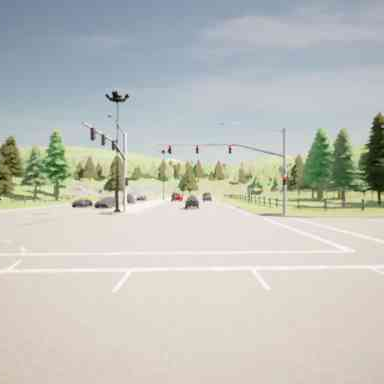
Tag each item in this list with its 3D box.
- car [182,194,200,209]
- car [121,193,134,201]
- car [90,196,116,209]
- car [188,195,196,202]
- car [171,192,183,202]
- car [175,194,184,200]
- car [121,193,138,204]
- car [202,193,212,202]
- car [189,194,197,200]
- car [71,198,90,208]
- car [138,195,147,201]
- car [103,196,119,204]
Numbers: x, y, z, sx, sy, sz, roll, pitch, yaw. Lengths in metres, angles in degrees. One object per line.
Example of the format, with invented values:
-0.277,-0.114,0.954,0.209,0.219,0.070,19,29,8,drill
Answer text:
0.004,1.438,43.859,1.837,1.490,4.892,0,0,0,car
-14.918,1.130,77.362,2.097,1.767,4.553,0,0,1,car
-11.586,1.480,44.753,2.033,1.411,5.357,0,0,0,car
0.047,1.362,74.878,1.882,1.535,5.008,0,0,1,car
-3.456,1.108,74.495,2.150,2.045,5.566,0,0,1,car
-3.233,1.291,85.241,1.882,1.535,5.008,0,0,2,car
-11.545,1.413,60.454,1.837,1.490,4.892,0,0,1,car
3.543,1.424,74.462,2.033,1.411,5.357,0,0,1,car
0.266,1.338,85.148,2.128,1.511,4.902,0,0,2,car
-15.080,1.494,45.937,1.994,1.385,4.181,0,0,0,car
-11.436,1.394,76.330,2.033,1.411,5.357,0,0,1,car
-15.030,1.470,61.852,1.994,1.385,4.181,0,0,1,car
